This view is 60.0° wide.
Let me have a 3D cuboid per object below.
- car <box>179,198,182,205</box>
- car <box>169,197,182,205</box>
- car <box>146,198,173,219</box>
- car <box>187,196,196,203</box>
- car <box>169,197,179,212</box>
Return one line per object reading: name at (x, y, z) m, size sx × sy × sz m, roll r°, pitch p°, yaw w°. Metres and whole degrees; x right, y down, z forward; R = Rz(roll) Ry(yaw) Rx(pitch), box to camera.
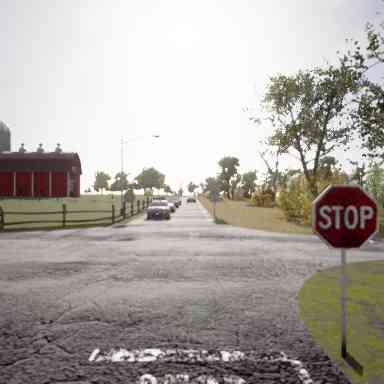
car at (-2.915, 1.510, 48.865) m, size 1.882 × 1.535 × 5.008 m, roll 0°, pitch 0°, yaw 0°
car at (-2.861, 1.611, 58.917) m, size 1.994 × 1.385 × 4.181 m, roll 0°, pitch 0°, yaw 1°
car at (-2.858, 1.517, 29.176) m, size 1.837 × 1.490 × 4.892 m, roll 0°, pitch 0°, yaw -1°
car at (-0.126, 1.619, 71.228) m, size 1.994 × 1.385 × 4.181 m, roll 0°, pitch 0°, yaw 0°
car at (-2.909, 1.568, 38.962) m, size 2.033 × 1.411 × 5.357 m, roll 0°, pitch 0°, yaw 0°
